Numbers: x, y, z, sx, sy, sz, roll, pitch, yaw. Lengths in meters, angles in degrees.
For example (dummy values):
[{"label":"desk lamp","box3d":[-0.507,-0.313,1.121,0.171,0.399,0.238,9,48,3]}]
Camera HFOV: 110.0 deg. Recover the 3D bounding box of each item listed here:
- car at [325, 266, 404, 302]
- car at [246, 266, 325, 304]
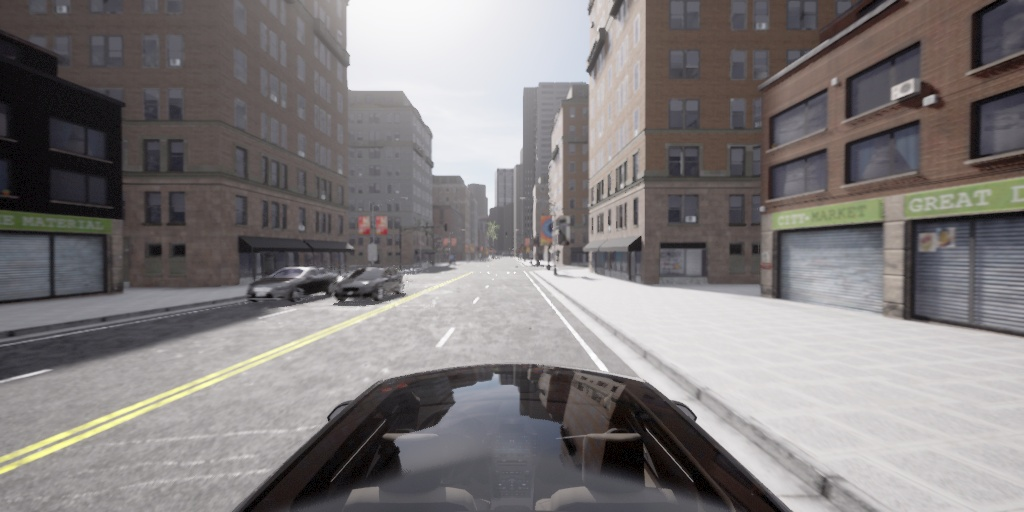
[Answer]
[{"label":"car","box3d":[-6.601,1.264,17.062,1.837,1.490,4.892,0,0,0]},{"label":"car","box3d":[-9.852,1.250,16.533,2.128,1.511,4.902,0,0,0]}]
